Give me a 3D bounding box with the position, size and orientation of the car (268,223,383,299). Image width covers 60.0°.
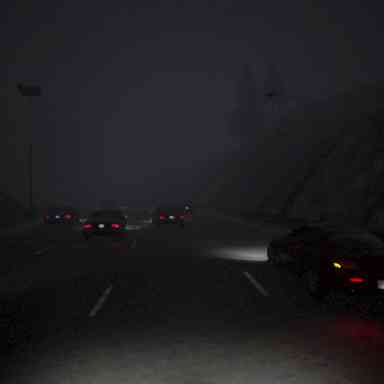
[{"bbox_3d":[3.327,1.485,8.260,1.812,1.442,4.674,0,0,-4],"label":"car"}]

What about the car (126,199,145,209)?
[{"bbox_3d":[-7.991,1.696,46.519,1.895,1.301,4.718,-1,0,-22],"label":"car"}]

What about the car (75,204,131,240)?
[{"bbox_3d":[-4.496,1.601,17.574,2.033,1.411,5.357,-1,0,-9],"label":"car"}]

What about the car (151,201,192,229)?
[{"bbox_3d":[-1.676,1.567,22.216,2.033,1.411,5.357,-1,0,-11],"label":"car"}]

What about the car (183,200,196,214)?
[{"bbox_3d":[-0.935,1.574,34.979,1.994,1.385,4.181,-1,0,-14],"label":"car"}]

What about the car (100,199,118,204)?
[{"bbox_3d":[-11.193,1.681,44.738,2.033,1.411,5.357,-1,0,-23],"label":"car"}]

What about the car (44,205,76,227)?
[{"bbox_3d":[-9.206,1.658,23.907,2.033,1.411,5.357,-1,0,-12],"label":"car"}]
